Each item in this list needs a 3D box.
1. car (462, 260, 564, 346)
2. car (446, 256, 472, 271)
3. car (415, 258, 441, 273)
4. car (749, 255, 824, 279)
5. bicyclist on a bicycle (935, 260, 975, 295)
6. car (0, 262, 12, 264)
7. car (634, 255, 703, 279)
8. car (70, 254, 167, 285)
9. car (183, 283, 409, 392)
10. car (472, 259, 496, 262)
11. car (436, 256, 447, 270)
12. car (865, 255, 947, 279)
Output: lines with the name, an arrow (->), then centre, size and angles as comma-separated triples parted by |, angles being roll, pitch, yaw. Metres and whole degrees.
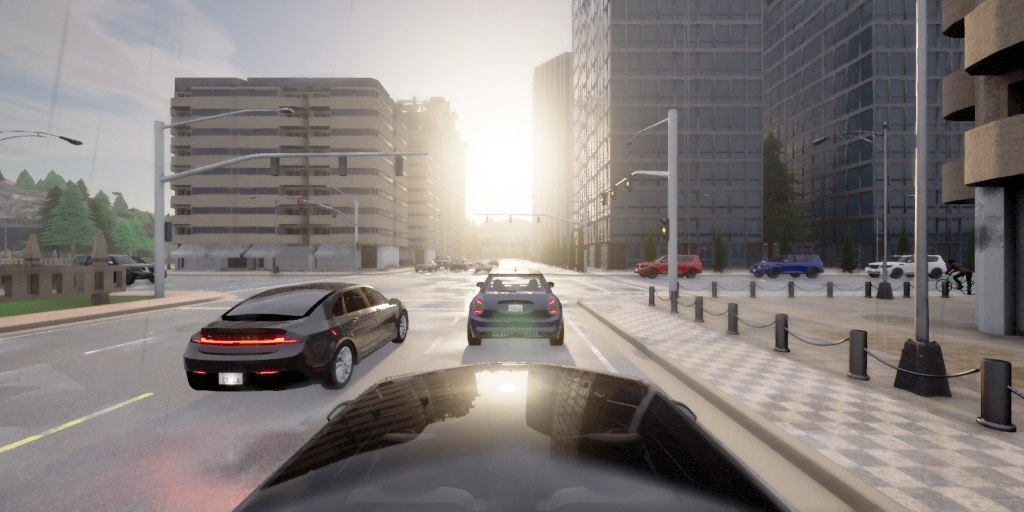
car -> 0.092, 1.102, 9.585 | 2.097, 1.767, 4.553 | 0, 0, 0
car -> -7.033, 1.102, 48.181 | 2.097, 1.767, 4.553 | 0, 0, 0
car -> -10.578, 1.276, 44.599 | 1.812, 1.442, 4.674 | 0, 0, 1
car -> 24.034, 0.916, 31.442 | 5.566, 2.045, 2.150 | 0, 0, 1
bicyclist on a bicycle -> 21.022, 0.996, 16.981 | 0.582, 1.620, 1.656 | 0, 0, 0
car -> -38.735, 1.198, 26.913 | 4.892, 1.490, 1.837 | 0, 0, 19
car -> 13.714, 0.916, 31.515 | 5.566, 2.045, 2.150 | 0, 0, 0
car -> -27.311, 0.916, 24.866 | 5.566, 2.045, 2.150 | 0, 0, 3
car -> -3.425, 1.255, 6.814 | 1.837, 1.490, 4.892 | 0, 0, 0
car -> -3.341, 1.351, 43.612 | 1.895, 1.301, 4.718 | 0, 0, 1
car -> -10.521, 0.971, 54.305 | 2.150, 2.045, 5.566 | 0, 0, 0
car -> 34.396, 0.916, 31.372 | 5.566, 2.045, 2.150 | 0, 0, 0
